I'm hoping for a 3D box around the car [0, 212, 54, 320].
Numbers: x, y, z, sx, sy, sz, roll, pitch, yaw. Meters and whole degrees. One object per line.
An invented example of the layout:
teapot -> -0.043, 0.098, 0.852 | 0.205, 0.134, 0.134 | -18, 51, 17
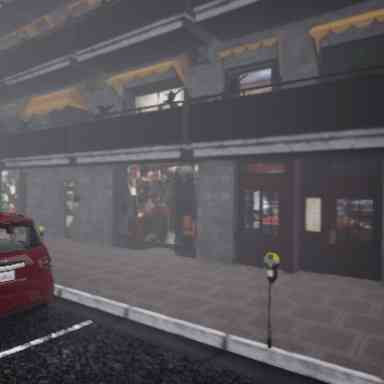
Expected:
car -> -4.606, 1.280, 6.145 | 5.009, 1.841, 2.192 | 0, 1, 36
